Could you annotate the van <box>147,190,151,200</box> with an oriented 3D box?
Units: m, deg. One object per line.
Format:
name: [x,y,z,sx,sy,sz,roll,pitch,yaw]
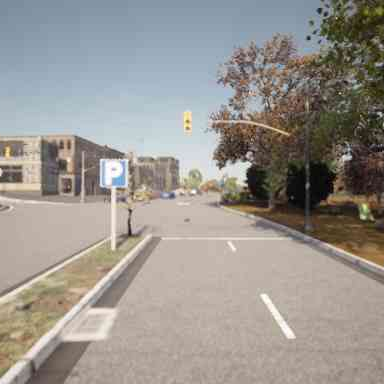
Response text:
van: [-10.331,0.591,61.689,4.442,1.987,1.878,-1,0,-14]

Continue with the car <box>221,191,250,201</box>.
car: [7.581,0.668,58.294,4.553,1.767,2.185,0,0,-14]

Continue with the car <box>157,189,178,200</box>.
car: [-4.933,0.493,67.652,2.150,2.045,5.566,0,1,7]

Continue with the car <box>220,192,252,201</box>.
car: [8.113,0.766,61.289,5.366,1.575,1.946,0,0,-13]

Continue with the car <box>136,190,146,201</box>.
car: [-10.882,0.861,55.698,5.366,1.575,1.946,-1,0,-15]

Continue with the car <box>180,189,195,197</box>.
car: [-1.262,0.573,92.453,1.812,1.442,4.674,0,0,10]

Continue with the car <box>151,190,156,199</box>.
car: [-10.107,0.796,64.662,4.892,1.521,2.231,-1,0,-14]

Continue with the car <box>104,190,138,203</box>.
car: [-11.523,0.928,52.706,4.792,1.488,2.163,-1,1,-15]

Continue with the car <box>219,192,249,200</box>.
car: [8.091,0.738,64.140,5.366,1.575,1.946,0,1,-13]

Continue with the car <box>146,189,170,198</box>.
car: [-8.118,0.421,79.648,5.566,2.045,2.435,-1,0,-12]

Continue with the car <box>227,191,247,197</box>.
car: [12.581,0.483,93.486,5.008,1.535,2.097,0,0,-10]

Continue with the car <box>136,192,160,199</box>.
car: [-9.371,0.787,70.660,4.674,1.452,2.002,-1,0,-13]

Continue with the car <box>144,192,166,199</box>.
car: [-8.564,0.738,76.643,4.674,1.452,2.002,-1,1,-12]

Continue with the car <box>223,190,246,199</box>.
car: [9.352,0.539,72.996,4.553,1.767,2.185,0,0,-12]

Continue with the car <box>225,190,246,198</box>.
car: [10.244,0.488,78.866,4.553,1.767,2.185,0,1,-11]

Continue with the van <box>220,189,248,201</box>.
van: [7.201,0.592,55.323,4.442,1.987,1.878,0,1,-14]

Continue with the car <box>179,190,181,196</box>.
car: [-5.709,0.425,94.547,4.553,1.767,2.185,-1,1,-10]
